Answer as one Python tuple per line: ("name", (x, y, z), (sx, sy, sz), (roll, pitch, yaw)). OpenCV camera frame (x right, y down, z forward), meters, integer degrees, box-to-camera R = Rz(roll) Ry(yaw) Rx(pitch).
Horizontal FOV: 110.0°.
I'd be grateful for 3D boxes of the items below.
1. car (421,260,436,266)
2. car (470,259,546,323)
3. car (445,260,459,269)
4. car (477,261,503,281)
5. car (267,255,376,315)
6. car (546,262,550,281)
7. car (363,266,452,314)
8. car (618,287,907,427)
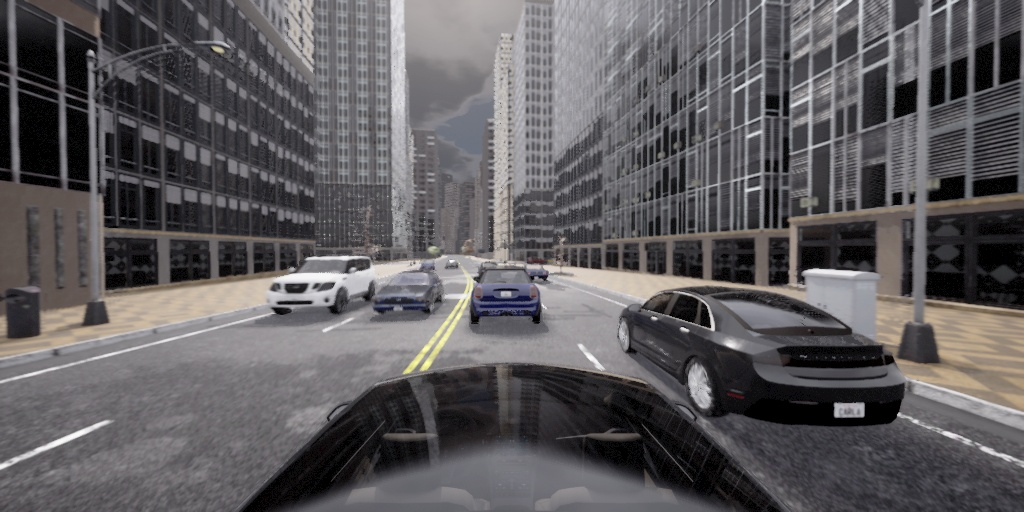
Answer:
("car", (-11.678, 1.291, 50.047), (1.812, 1.442, 4.674), (0, 0, -9))
("car", (-0.264, 1.102, 12.316), (2.097, 1.767, 4.553), (0, 0, -3))
("car", (-9.261, 1.310, 55.534), (1.994, 1.385, 4.181), (0, 0, -9))
("car", (-1.986, 1.248, 30.985), (1.837, 1.490, 4.892), (0, 0, -7))
("car", (-7.046, 0.989, 14.080), (2.150, 2.045, 5.566), (0, 0, -4))
("car", (1.567, 1.332, 28.969), (1.895, 1.301, 4.718), (0, 0, -7))
("car", (-3.780, 1.306, 14.098), (2.033, 1.411, 5.357), (0, 0, -3))
("car", (3.228, 1.248, 5.898), (1.837, 1.490, 4.892), (0, 0, -1))
